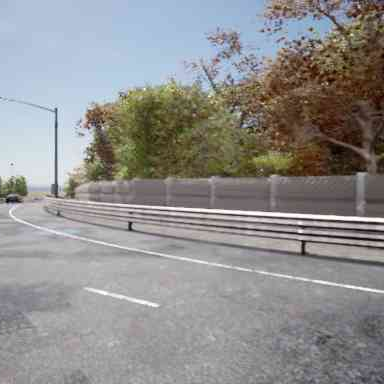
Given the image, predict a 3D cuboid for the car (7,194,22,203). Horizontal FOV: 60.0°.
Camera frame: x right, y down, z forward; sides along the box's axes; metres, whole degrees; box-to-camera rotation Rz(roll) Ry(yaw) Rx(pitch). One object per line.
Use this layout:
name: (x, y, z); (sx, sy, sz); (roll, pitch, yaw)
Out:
car: (-29.247, 1.110, 54.889); (1.837, 1.490, 4.892); (0, -1, -22)
